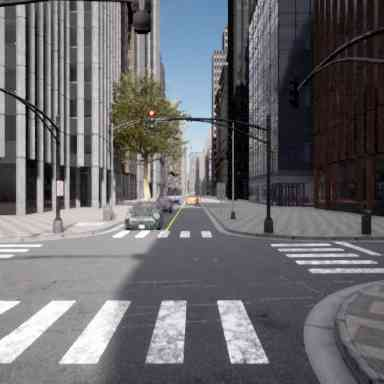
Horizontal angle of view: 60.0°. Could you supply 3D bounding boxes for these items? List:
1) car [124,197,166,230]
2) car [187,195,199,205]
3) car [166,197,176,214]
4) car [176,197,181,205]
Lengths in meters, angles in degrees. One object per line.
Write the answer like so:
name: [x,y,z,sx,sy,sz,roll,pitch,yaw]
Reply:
car: [-2.888,1.350,20.749,2.097,1.767,4.553,0,0,-3]
car: [0.116,1.345,60.411,2.097,1.767,4.553,0,0,0]
car: [-3.087,1.349,35.181,2.097,1.767,4.553,0,0,0]
car: [-3.000,1.595,57.761,1.895,1.301,4.718,0,0,0]
